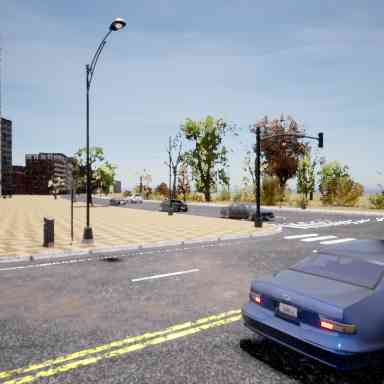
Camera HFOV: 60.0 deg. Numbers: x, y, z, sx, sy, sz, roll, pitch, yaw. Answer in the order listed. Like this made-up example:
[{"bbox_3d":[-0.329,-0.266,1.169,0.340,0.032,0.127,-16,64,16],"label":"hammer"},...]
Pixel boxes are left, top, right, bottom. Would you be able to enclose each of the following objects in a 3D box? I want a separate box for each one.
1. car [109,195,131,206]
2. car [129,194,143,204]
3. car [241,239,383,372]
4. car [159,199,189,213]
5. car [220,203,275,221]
[{"bbox_3d":[-12.634,1.619,56.547,2.128,1.511,4.902,0,0,-30],"label":"car"},{"bbox_3d":[-11.976,1.335,68.848,2.150,2.045,5.566,0,0,-29],"label":"car"},{"bbox_3d":[3.303,1.547,5.655,5.357,1.411,2.033,0,0,-34],"label":"car"},{"bbox_3d":[-2.159,1.591,38.854,1.837,1.490,4.892,0,0,-32],"label":"car"},{"bbox_3d":[4.497,1.604,28.040,2.033,1.411,5.357,0,0,-31],"label":"car"}]
